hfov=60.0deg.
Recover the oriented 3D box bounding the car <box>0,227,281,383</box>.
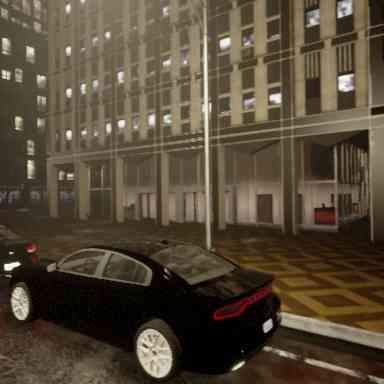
[{"bbox_3d":[-1.094,1.495,5.531,5.008,1.535,1.882,0,0,35],"label":"car"}]

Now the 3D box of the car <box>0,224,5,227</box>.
[{"bbox_3d":[-6.009,1.549,8.973,4.674,1.442,1.812,0,0,35],"label":"car"}]
